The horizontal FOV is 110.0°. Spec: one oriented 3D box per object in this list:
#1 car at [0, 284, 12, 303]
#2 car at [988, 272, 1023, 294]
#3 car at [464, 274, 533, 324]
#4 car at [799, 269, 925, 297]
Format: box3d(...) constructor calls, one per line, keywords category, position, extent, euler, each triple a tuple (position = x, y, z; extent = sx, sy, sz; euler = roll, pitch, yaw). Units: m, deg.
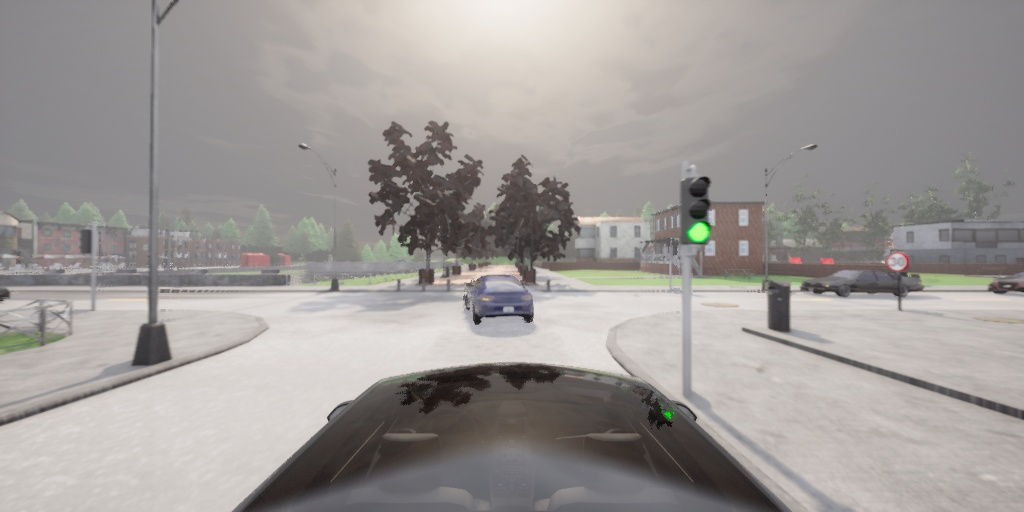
box3d(category="car", position=(-24.227, 1.417, 15.129), extent=(4.181, 1.385, 1.994), euler=(0, 0, 0))
box3d(category="car", position=(28.737, 1.451, 19.366), extent=(4.181, 1.385, 1.994), euler=(0, 0, 0))
box3d(category="car", position=(-0.553, 1.358, 12.374), extent=(1.812, 1.442, 4.674), euler=(1, 0, -11))
box3d(category="car", position=(18.790, 1.434, 19.362), extent=(5.357, 1.411, 2.033), euler=(0, 0, 0))
